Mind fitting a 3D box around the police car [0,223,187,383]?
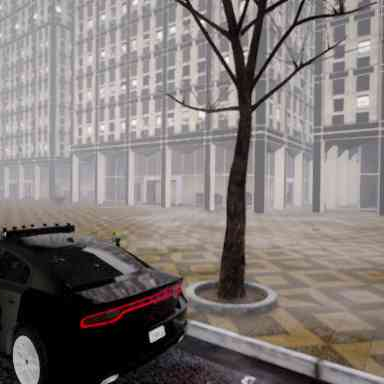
[{"bbox_3d":[-2.481,1.328,5.232,5.238,1.638,1.930,1,1,36],"label":"police car"}]
